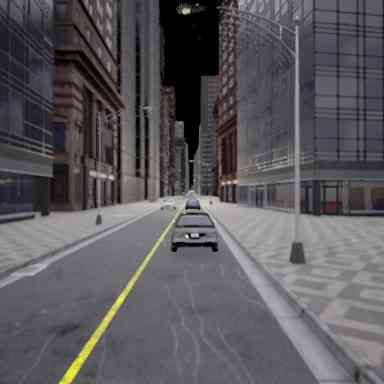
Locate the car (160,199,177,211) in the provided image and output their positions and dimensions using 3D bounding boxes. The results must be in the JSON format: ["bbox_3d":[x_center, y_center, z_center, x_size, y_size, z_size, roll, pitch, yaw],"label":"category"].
[{"bbox_3d":[-2.996,1.589,42.984,1.812,1.442,4.674,0,0,0],"label":"car"}]

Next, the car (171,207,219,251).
[{"bbox_3d":[0.102,1.572,14.245,2.033,1.411,5.357,0,0,0],"label":"car"}]

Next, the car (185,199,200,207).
[{"bbox_3d":[0.109,1.629,45.794,1.994,1.385,4.181,0,0,0],"label":"car"}]
